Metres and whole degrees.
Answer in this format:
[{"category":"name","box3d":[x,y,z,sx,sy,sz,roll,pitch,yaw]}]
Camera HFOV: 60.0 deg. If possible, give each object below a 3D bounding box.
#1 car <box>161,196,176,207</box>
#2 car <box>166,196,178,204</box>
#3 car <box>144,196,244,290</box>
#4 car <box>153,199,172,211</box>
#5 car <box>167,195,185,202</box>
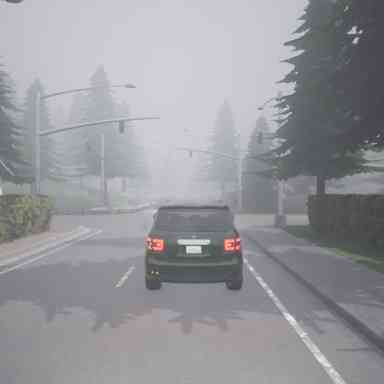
[{"category":"car","box3d":[-3.657,1.491,52.407,2.128,1.511,4.902,0,0,0]},{"category":"car","box3d":[-3.828,1.491,62.490,2.128,1.511,4.902,0,0,-4]},{"category":"car","box3d":[0.052,1.221,9.197,2.150,2.045,5.566,0,0,0]},{"category":"car","box3d":[-3.641,1.564,41.867,1.994,1.385,4.181,0,0,0]},{"category":"car","box3d":[-3.625,1.524,74.147,1.812,1.442,4.674,0,0,-35]}]
